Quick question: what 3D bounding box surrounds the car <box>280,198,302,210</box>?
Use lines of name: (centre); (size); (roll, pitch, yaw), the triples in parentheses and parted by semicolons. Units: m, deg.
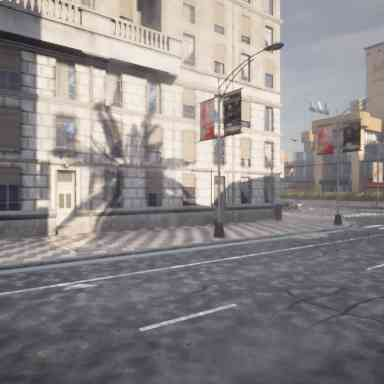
car: (12.011, 1.491, 43.268); (2.128, 1.511, 4.902); (0, 0, -36)
